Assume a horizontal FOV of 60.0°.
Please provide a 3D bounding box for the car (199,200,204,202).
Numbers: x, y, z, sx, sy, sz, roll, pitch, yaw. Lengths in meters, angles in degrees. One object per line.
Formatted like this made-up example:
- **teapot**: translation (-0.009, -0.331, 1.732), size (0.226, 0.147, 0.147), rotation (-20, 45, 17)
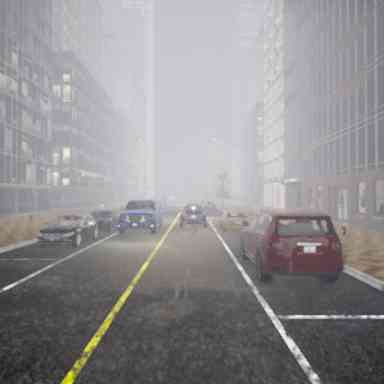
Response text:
- **car**: translation (0.098, 1.997, 42.070), size (1.994, 1.385, 4.181), rotation (0, -1, 0)

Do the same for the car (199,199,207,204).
- **car**: translation (2.692, 2.423, 83.988), size (1.802, 1.307, 4.206), rotation (0, -1, 0)

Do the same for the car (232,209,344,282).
- **car**: translation (2.694, 1.422, 9.998), size (2.192, 1.841, 5.009), rotation (0, -1, 0)

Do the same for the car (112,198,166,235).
- **car**: translation (-3.101, 1.441, 20.785), size (2.150, 2.045, 5.566), rotation (0, -1, 0)

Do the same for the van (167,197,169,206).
- **van**: translation (-5.687, 1.965, 61.237), size (1.690, 1.788, 3.998), rotation (0, -1, 0)

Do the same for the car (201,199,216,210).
- **car**: translation (2.693, 2.077, 49.838), size (1.947, 1.339, 4.313), rotation (0, -1, 0)

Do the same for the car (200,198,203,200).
- **car**: translation (2.693, 2.173, 72.605), size (1.967, 1.590, 4.097), rotation (0, -1, 0)

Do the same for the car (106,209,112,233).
- **car**: translation (-5.688, 1.792, 21.391), size (1.947, 1.339, 4.313), rotation (0, -1, 0)

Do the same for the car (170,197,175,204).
- **car**: translation (-5.688, 2.282, 84.003), size (1.967, 1.590, 4.097), rotation (0, -1, 0)

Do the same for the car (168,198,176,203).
- **car**: translation (-5.688, 2.515, 95.387), size (1.947, 1.339, 4.313), rotation (0, -1, 0)

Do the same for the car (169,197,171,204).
- **car**: translation (-5.688, 2.261, 66.927), size (1.802, 1.307, 4.206), rotation (0, -1, 0)

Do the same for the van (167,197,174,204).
- **van**: translation (-5.687, 2.236, 89.697), size (1.690, 1.788, 3.998), rotation (0, -1, 0)

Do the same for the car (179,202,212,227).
- **car**: translation (0.099, 1.768, 25.227), size (2.163, 1.488, 4.792), rotation (0, -1, 0)

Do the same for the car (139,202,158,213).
- **car**: translation (-5.688, 2.006, 44.159), size (2.008, 1.369, 4.403), rotation (0, -1, 0)

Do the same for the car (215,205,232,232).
- **car**: translation (2.693, 1.752, 21.549), size (1.752, 1.417, 4.829), rotation (0, -1, 0)

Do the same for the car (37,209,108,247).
- **car**: translation (-5.688, 1.718, 15.699), size (2.008, 1.369, 4.403), rotation (0, -1, 0)

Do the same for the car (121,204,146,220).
- **car**: translation (-5.688, 1.924, 32.773), size (1.802, 1.307, 4.206), rotation (0, -1, 0)

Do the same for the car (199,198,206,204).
- **car**: translation (2.693, 2.421, 89.850), size (1.752, 1.417, 4.829), rotation (0, -1, 0)
